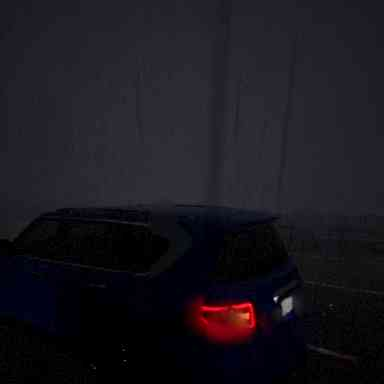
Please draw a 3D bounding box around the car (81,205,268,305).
[{"bbox_3d":[-0.588,1.328,8.709,4.553,1.767,2.097,0,0,36],"label":"car"}]

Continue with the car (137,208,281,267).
[{"bbox_3d":[0.519,1.464,12.220,4.902,1.511,2.128,0,0,35],"label":"car"}]

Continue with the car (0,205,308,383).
[{"bbox_3d":[-1.228,1.206,4.867,5.566,2.045,2.150,0,0,35],"label":"car"}]
